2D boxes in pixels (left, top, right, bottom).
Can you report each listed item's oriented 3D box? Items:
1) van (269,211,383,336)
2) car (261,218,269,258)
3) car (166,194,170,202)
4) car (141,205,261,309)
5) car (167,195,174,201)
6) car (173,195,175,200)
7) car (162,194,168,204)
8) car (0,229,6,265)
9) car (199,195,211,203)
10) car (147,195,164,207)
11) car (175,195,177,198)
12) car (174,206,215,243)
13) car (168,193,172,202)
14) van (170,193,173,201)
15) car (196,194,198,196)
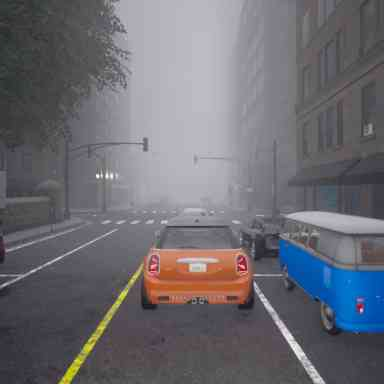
[{"bbox_3d":[2.855,1.340,6.443,1.690,1.788,3.998,0,0,0],"label":"van"},{"bbox_3d":[2.854,1.563,12.104,1.947,1.339,4.313,0,0,0],"label":"car"},{"bbox_3d":[-5.682,1.514,60.992,1.887,1.381,4.507,0,0,0],"label":"car"},{"bbox_3d":[0.100,1.351,7.997,2.097,1.767,4.553,0,0,0],"label":"car"},{"bbox_3d":[-5.689,1.502,88.076,1.752,1.417,4.829,0,0,0],"label":"car"},{"bbox_3d":[-5.686,1.522,77.344,2.008,1.369,4.403,0,0,0],"label":"car"},{"bbox_3d":[-5.681,1.521,55.541,2.008,1.369,4.403,0,0,0],"label":"car"},{"bbox_3d":[-5.670,1.314,6.401,2.192,1.841,5.009,0,0,0],"label":"car"},{"bbox_3d":[2.841,1.409,66.480,1.967,1.590,4.097,0,0,0],"label":"car"},{"bbox_3d":[-5.680,1.498,49.920,1.752,1.417,4.829,0,0,0],"label":"car"},{"bbox_3d":[-5.688,1.289,82.795,2.192,1.841,5.009,0,0,0],"label":"car"},{"bbox_3d":[0.098,1.520,16.997,1.812,1.442,4.674,0,0,0],"label":"car"},{"bbox_3d":[-5.684,1.514,66.443,1.887,1.381,4.507,0,0,0],"label":"car"},{"bbox_3d":[-5.686,1.311,71.893,1.690,1.788,3.998,0,0,0],"label":"van"},{"bbox_3d":[2.835,1.506,93.893,1.752,1.417,4.829,0,0,0],"label":"car"}]
